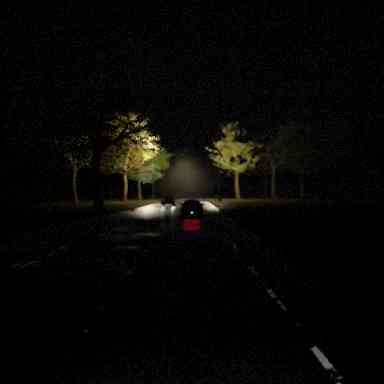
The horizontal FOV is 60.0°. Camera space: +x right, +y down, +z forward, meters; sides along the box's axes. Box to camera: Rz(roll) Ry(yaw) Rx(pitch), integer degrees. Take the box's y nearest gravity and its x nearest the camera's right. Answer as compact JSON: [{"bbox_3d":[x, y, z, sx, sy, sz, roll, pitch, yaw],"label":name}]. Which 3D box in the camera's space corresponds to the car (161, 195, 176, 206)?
[{"bbox_3d":[-3.495,1.258,49.508,1.837,1.490,4.892,0,0,0],"label":"car"}]

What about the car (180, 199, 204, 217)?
[{"bbox_3d":[0.008,1.427,29.810,1.837,1.490,4.892,0,0,0],"label":"car"}]
